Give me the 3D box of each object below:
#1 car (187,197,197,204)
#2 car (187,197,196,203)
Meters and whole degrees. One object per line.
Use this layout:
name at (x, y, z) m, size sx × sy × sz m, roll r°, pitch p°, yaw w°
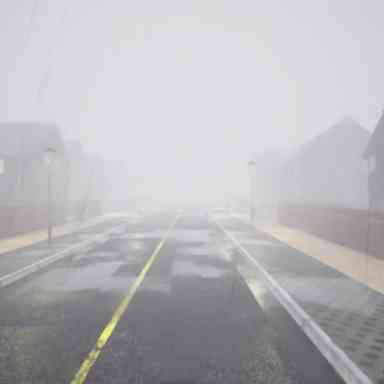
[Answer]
car at (-0.078, 1.859, 70.920) m, size 1.837 × 1.490 × 4.892 m, roll 0°, pitch 0°, yaw 0°
car at (-0.088, 1.877, 80.978) m, size 1.994 × 1.385 × 4.181 m, roll 0°, pitch 0°, yaw 0°
